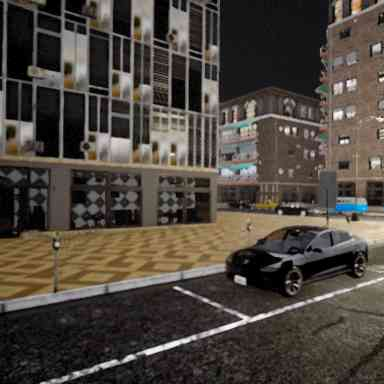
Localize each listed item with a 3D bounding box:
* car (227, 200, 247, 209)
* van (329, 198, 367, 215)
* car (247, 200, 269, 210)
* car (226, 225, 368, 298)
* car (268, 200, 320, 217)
[{"bbox_3d":[7.086,1.848,49.298,1.947,1.339,4.313,0,-1,-35],"label":"car"},{"bbox_3d":[16.579,1.509,35.623,1.690,1.788,3.998,0,-1,-35],"label":"van"},{"bbox_3d":[10.153,1.771,44.879,1.752,1.417,4.829,0,-1,-35],"label":"car"},{"bbox_3d":[2.843,1.563,8.574,4.313,1.339,1.947,0,1,-35],"label":"car"},{"bbox_3d":[9.691,1.608,30.846,2.008,1.369,4.403,0,-1,-35],"label":"car"}]
